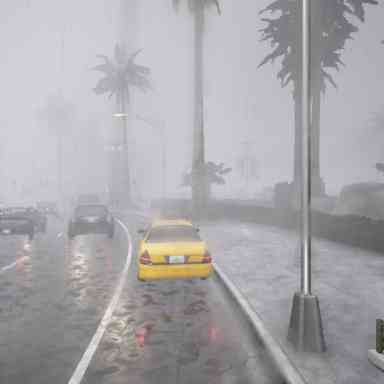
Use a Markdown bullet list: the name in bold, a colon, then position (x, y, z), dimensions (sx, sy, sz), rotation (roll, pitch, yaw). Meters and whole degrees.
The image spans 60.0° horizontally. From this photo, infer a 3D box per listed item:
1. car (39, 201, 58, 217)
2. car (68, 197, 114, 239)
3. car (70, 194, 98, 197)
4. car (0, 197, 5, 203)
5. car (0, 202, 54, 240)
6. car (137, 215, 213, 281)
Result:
- **car**: position (-13.365, 1.536, 30.392), dimensions (2.033, 1.411, 5.357), rotation (0, 0, -27)
- **car**: position (-5.189, 1.347, 17.472), dimensions (2.097, 1.767, 4.553), rotation (0, 0, -14)
- **car**: position (-10.217, 1.216, 31.918), dimensions (2.150, 2.045, 5.566), rotation (0, 0, -27)
- **car**: position (-23.640, 1.206, 38.906), dimensions (2.150, 2.045, 5.566), rotation (0, 0, -43)
- **car**: position (-8.627, 1.486, 16.821), dimensions (2.128, 1.511, 4.902), rotation (0, 0, -14)
- **car**: position (-0.649, 1.456, 9.853), dimensions (1.801, 1.575, 5.366), rotation (0, 0, -7)
